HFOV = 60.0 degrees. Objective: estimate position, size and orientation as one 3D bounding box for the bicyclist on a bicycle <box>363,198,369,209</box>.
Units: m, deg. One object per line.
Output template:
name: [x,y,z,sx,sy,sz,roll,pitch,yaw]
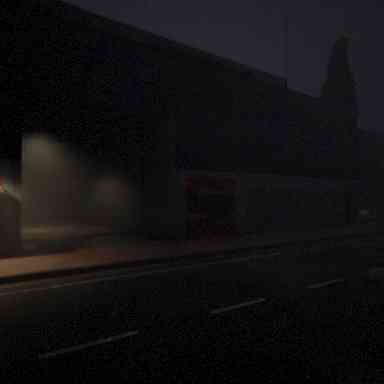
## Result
bicyclist on a bicycle: [26.469,1.779,50.602,1.656,1.620,0.582,0,0,-37]
